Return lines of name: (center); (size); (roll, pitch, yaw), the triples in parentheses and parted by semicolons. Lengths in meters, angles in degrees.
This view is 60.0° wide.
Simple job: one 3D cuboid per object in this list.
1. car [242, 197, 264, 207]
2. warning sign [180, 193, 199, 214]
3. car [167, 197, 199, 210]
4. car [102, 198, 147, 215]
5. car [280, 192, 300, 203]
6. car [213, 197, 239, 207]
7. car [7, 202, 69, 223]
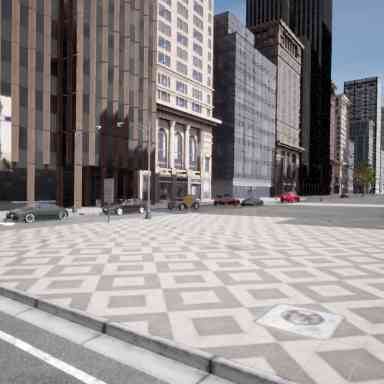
car: (8.832, 1.402, 48.033); (1.994, 1.385, 4.181); (1, 1, 35)
warning sign: (-0.242, 1.077, 30.668); (1.300, 1.860, 1.060); (1, 1, 35)
car: (-0.988, 1.340, 39.681); (1.837, 1.490, 4.892); (1, 1, 35)
car: (-6.435, 1.377, 31.988); (1.837, 1.490, 4.892); (1, 1, 35)
car: (18.014, 0.990, 61.020); (2.150, 2.045, 5.566); (1, 1, 36)
car: (4.969, 1.395, 48.036); (1.895, 1.301, 4.718); (1, 1, 36)
car: (-11.447, 1.470, 24.911); (1.994, 1.385, 4.181); (1, 1, 35)
